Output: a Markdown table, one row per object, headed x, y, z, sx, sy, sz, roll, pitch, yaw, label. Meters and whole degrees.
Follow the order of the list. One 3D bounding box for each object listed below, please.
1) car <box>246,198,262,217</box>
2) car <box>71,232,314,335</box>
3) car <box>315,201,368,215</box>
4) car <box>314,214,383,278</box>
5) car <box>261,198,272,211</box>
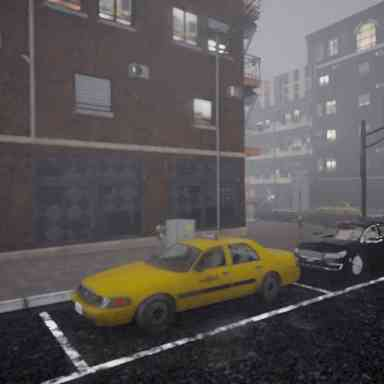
| x | y | z | sx | sy | sz | roll | pitch | yaw | label |
| --- | --- | --- | --- | --- | --- | --- | --- | --- | --- |
| 4.126 | 1.586 | 31.089 | 1.967 | 1.590 | 4.097 | -1 | 1 | -36 | car |
| 0.163 | 1.531 | 6.695 | 4.829 | 1.417 | 1.752 | 0 | -1 | -36 | car |
| 14.063 | 1.545 | 31.617 | 1.752 | 1.417 | 4.829 | -1 | 1 | -36 | car |
| 4.908 | 1.564 | 10.089 | 4.403 | 1.369 | 2.008 | 0 | -1 | -36 | car |
| 7.707 | 1.488 | 40.470 | 1.967 | 1.590 | 4.097 | -1 | 1 | -36 | car |
